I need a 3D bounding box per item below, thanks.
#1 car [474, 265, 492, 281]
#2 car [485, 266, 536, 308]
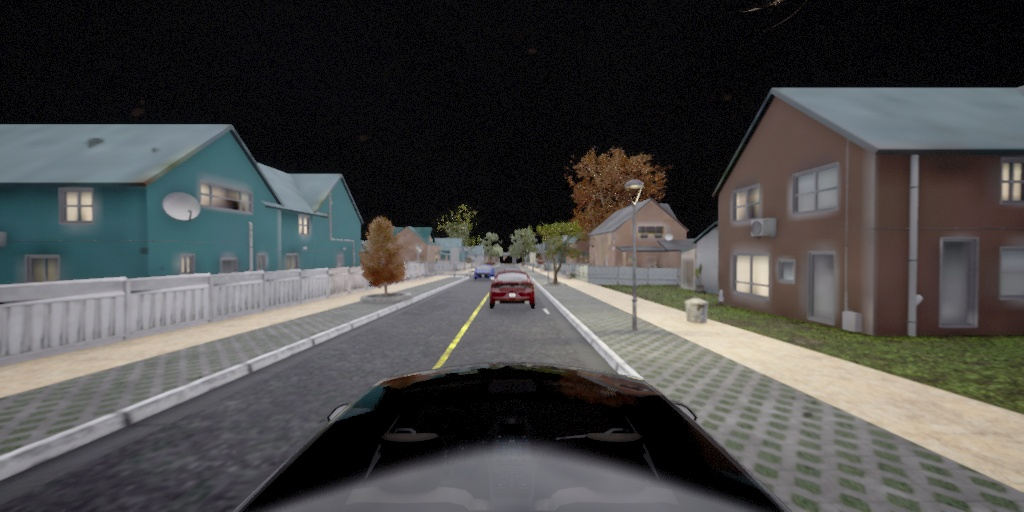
[{"bbox_3d":[-2.721,1.614,36.108,1.882,1.535,5.008,0,-1,0],"label":"car"},{"bbox_3d":[0.020,1.382,16.312,1.882,1.535,5.008,0,0,0],"label":"car"}]
